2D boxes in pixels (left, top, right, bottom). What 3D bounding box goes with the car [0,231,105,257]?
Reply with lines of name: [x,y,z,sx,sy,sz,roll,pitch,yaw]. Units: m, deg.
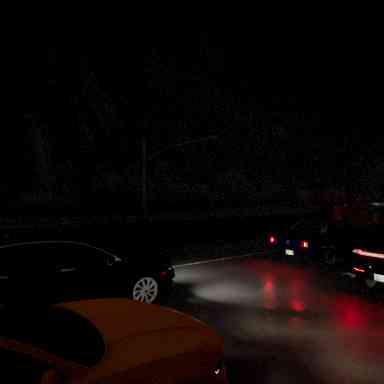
car: [-2.599,1.504,6.191,4.892,1.490,1.837,0,0,-36]

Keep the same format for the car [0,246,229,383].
car: [-1.948,1.477,2.335,5.008,1.535,1.882,0,0,-36]

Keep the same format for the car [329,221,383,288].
car: [5.699,1.482,7.961,4.902,1.511,2.128,0,0,-36]

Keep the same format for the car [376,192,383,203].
car: [35.948,0.948,60.880,5.566,2.045,2.150,0,0,-36]

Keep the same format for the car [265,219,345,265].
car: [4.839,1.590,11.666,4.718,1.301,1.895,0,0,-36]

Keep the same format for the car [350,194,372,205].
car: [27.601,1.132,54.794,4.553,1.767,2.097,0,0,-36]
